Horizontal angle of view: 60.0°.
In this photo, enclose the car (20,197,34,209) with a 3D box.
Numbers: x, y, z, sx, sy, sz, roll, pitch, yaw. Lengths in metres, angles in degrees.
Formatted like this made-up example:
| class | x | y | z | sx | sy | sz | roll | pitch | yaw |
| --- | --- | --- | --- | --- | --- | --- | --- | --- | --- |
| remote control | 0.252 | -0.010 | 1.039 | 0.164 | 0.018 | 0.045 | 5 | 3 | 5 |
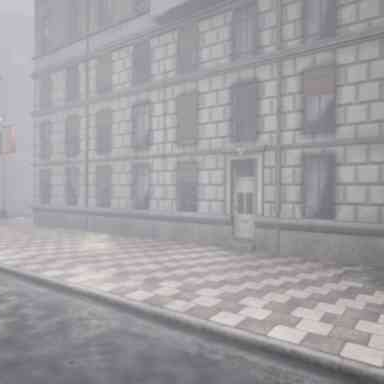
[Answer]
| class | x | y | z | sx | sy | sz | roll | pitch | yaw |
| --- | --- | --- | --- | --- | --- | --- | --- | --- | --- |
| car | -17.039 | 1.070 | 39.030 | 2.097 | 1.767 | 4.553 | 1 | 0 | 37 |
